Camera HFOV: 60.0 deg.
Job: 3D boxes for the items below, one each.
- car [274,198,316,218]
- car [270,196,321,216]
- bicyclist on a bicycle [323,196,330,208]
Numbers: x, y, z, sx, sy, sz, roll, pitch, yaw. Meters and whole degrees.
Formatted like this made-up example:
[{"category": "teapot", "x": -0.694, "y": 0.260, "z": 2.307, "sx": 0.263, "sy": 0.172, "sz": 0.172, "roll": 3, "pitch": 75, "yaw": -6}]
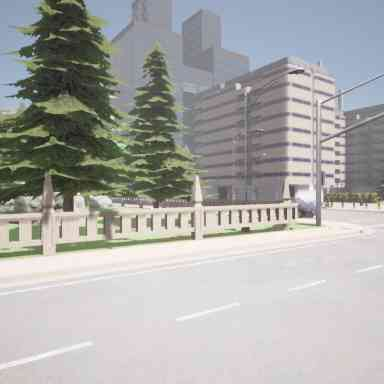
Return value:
[{"category": "car", "x": 8.916, "y": 1.503, "z": 29.966, "sx": 1.837, "sy": 1.490, "sz": 4.892, "roll": 0, "pitch": 0, "yaw": -35}, {"category": "car", "x": 10.453, "y": 1.352, "z": 33.844, "sx": 2.097, "sy": 1.767, "sz": 4.553, "roll": 0, "pitch": 0, "yaw": -35}, {"category": "bicyclist on a bicycle", "x": 17.409, "y": 1.302, "z": 43.008, "sx": 1.656, "sy": 1.620, "sz": 0.582, "roll": 0, "pitch": 0, "yaw": -35}]
